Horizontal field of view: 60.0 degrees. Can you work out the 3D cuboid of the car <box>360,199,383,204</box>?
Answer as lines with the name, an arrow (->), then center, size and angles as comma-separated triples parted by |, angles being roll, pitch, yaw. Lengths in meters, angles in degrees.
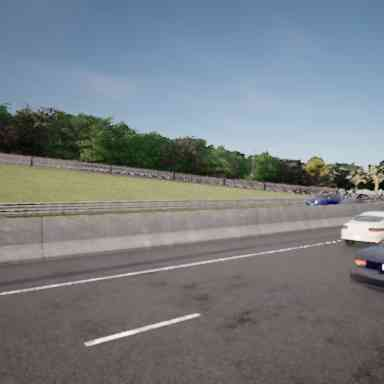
car -> 21.391, 1.487, 37.321 | 4.902, 1.511, 2.128 | 0, 0, -37

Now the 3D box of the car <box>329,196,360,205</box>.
car -> 19.293, 1.541, 40.126 | 5.357, 1.411, 2.033 | 0, 0, -37

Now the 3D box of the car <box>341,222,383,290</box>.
car -> 5.930, 1.553, 8.046 | 5.357, 1.411, 2.033 | 0, 0, -36

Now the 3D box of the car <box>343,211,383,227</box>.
car -> 8.112, 1.532, 14.021 | 4.674, 1.442, 1.812 | 0, 0, -37

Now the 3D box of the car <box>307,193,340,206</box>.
car -> 17.131, 1.213, 42.876 | 5.566, 2.045, 2.150 | 0, 0, -37
